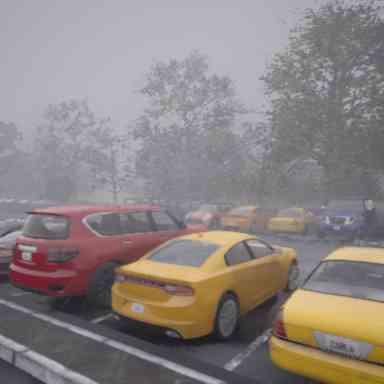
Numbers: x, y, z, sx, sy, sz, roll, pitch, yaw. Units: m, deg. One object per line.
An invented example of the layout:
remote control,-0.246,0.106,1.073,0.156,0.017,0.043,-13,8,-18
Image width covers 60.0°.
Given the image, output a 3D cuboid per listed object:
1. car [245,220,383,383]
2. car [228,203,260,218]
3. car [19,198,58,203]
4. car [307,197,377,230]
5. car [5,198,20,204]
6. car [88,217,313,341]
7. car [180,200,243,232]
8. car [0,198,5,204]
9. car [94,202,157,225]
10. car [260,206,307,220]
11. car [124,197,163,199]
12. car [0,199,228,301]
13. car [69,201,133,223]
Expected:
car,3.007,1.524,5.431,1.946,1.575,5.366,-1,0,36
car,3.661,1.611,20.864,2.097,1.535,5.008,-1,0,36
car,-14.313,1.570,33.860,2.231,1.521,4.892,1,1,36
car,8.258,1.302,17.511,2.435,2.045,5.566,-1,0,36
car,-16.677,1.523,35.571,2.097,1.535,5.008,1,1,36
car,0.640,1.555,6.907,2.097,1.535,5.008,-1,0,36
car,1.424,1.509,22.527,2.185,1.767,4.553,0,0,36
car,-18.937,1.470,37.205,2.097,1.535,5.008,1,1,36
car,-5.373,1.656,27.410,2.097,1.535,5.008,0,0,36
car,6.129,1.579,19.315,1.946,1.575,5.366,-1,0,36
car,-3.100,1.406,25.794,2.435,2.045,5.566,0,0,36
car,-1.597,1.333,8.566,2.435,2.045,5.566,-1,0,36
car,-7.746,1.644,28.890,1.946,1.575,5.366,0,0,36
